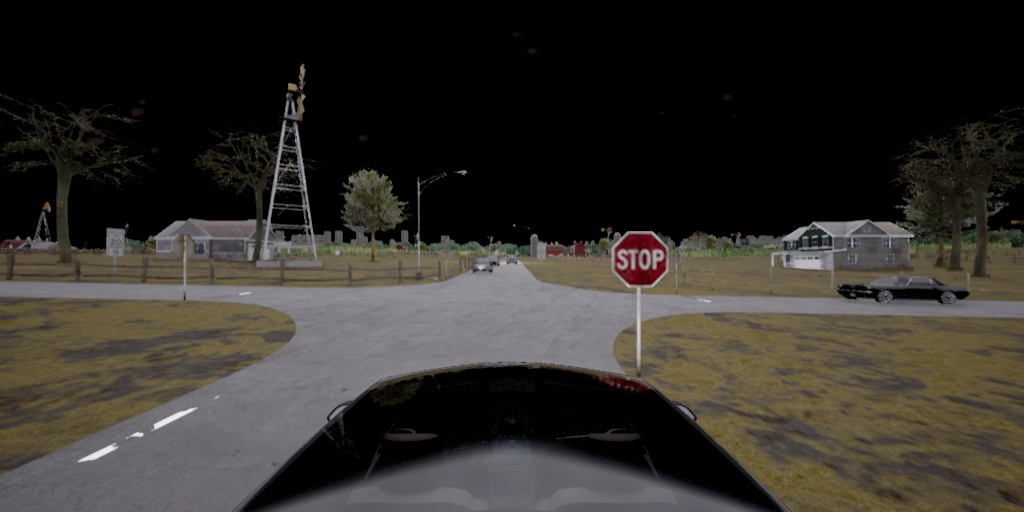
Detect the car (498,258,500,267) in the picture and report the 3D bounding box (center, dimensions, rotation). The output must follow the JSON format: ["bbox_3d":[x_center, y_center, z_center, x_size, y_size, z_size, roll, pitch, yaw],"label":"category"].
[{"bbox_3d":[-2.836,0.633,51.702,2.097,1.767,4.553,0,1,0],"label":"car"}]

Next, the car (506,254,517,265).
[{"bbox_3d":[-0.016,0.796,61.919,1.895,1.301,4.718,0,0,0],"label":"car"}]

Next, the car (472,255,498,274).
[{"bbox_3d":[-2.852,0.918,35.676,2.128,1.511,4.902,0,1,0],"label":"car"}]

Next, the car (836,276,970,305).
[{"bbox_3d":[18.761,1.618,17.408,4.718,1.301,1.895,1,-1,0],"label":"car"}]
